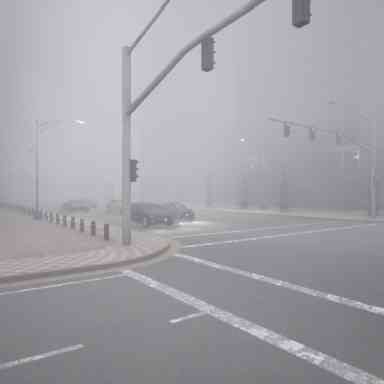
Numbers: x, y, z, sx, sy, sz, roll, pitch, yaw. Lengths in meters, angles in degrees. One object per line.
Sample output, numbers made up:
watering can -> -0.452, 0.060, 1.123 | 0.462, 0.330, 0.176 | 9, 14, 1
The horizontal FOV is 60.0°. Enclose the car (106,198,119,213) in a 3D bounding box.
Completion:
car -> -7.208, 1.422, 34.090 | 1.882, 1.535, 5.008 | 0, 0, -35

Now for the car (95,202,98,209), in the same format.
car -> -14.222, 1.492, 44.148 | 2.033, 1.411, 5.357 | 0, 0, -35

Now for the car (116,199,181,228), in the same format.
car -> -3.018, 1.449, 22.142 | 1.837, 1.490, 4.892 | 0, 0, -36

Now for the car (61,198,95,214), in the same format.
car -> -12.523, 1.492, 35.582 | 2.033, 1.411, 5.357 | 0, 0, -35

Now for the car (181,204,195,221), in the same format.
car -> -1.547, 1.509, 26.091 | 1.994, 1.385, 4.181 | 0, 0, -36
